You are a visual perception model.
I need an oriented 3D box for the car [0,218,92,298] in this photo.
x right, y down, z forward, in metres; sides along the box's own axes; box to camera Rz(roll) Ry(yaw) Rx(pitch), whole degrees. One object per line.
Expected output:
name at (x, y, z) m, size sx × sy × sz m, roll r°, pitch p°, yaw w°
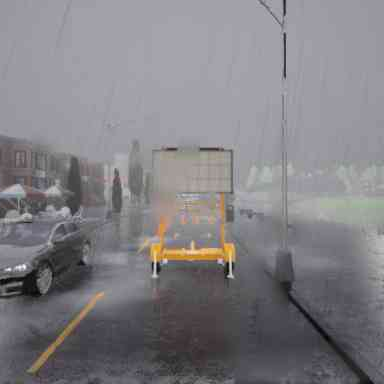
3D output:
car at (-4.079, 1.487, 8.673) m, size 2.128 × 1.511 × 4.902 m, roll 0°, pitch 0°, yaw 0°

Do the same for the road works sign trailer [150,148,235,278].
road works sign trailer at (0.024, 0.459, 10.140) m, size 2.380 × 3.560 × 2.880 m, roll 0°, pitch 0°, yaw 0°

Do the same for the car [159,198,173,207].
car at (-3.975, 1.573, 51.190) m, size 1.895 × 1.301 × 4.718 m, roll 0°, pitch 0°, yaw 0°

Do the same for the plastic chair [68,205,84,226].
plastic chair at (-7.396, 1.494, 21.185) m, size 0.730 × 1.271 × 0.750 m, roll 0°, pitch 0°, yaw -40°
